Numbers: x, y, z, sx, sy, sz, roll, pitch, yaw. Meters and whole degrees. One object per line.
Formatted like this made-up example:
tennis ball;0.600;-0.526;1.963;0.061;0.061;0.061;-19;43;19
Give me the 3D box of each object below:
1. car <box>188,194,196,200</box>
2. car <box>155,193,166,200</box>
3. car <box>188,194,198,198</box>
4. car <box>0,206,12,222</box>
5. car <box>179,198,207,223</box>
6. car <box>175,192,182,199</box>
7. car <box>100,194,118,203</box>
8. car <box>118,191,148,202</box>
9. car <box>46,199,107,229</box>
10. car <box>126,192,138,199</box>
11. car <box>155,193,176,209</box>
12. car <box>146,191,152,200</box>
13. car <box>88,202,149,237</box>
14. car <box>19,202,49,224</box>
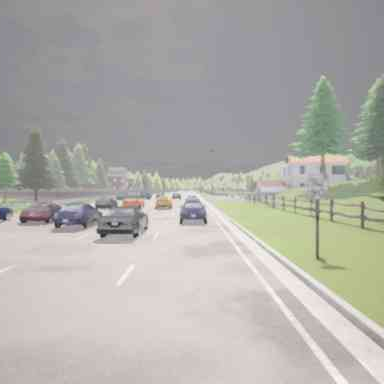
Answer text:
car;-0.011;1.128;76.623;1.895;1.301;4.718;0;0;0
car;-7.011;1.021;74.924;1.882;1.535;5.008;0;0;0
car;0.081;1.276;40.911;1.812;1.442;4.674;0;0;0
car;-13.904;1.343;21.994;1.882;1.535;5.008;0;0;0
car;0.082;1.379;23.880;1.812;1.442;4.674;0;0;0
car;-3.511;0.886;76.978;2.097;1.767;4.553;0;0;0
car;-10.407;1.316;40.565;1.994;1.385;4.181;0;0;0
car;-6.906;1.111;39.520;2.097;1.767;4.553;0;0;0
car;-6.917;1.400;20.461;1.812;1.442;4.674;0;0;0
car;-14.011;0.838;77.426;1.882;1.535;5.008;0;0;0
car;-3.406;1.225;41.402;1.882;1.535;5.008;0;0;0
car;-10.511;0.763;75.786;2.150;2.045;5.566;0;0;0
car;-3.403;1.443;17.143;2.033;1.411;5.357;0;0;0
car;-10.403;1.419;23.641;1.994;1.385;4.181;0;0;0
